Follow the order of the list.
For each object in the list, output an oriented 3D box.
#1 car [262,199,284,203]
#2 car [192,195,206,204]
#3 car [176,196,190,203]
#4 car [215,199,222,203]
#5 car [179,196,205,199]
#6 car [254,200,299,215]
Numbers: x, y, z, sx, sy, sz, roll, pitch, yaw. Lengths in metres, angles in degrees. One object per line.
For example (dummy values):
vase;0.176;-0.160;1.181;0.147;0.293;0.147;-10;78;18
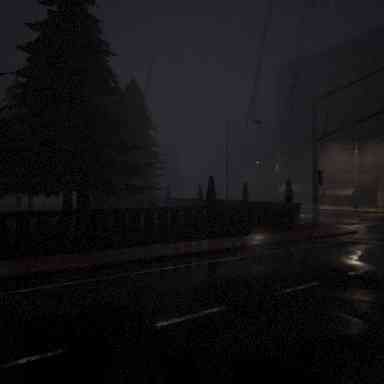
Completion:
car;7.123;1.422;29.051;1.882;1.535;5.008;0;0;-33
car;1.353;1.421;63.446;1.882;1.535;5.008;0;0;9
car;-1.815;1.469;65.713;1.812;1.442;4.674;0;0;11
car;3.265;1.544;43.255;1.895;1.301;4.718;0;0;-18
car;-0.307;1.469;43.104;1.812;1.442;4.674;0;0;-17
car;8.454;1.508;33.455;1.994;1.385;4.181;0;0;-32
